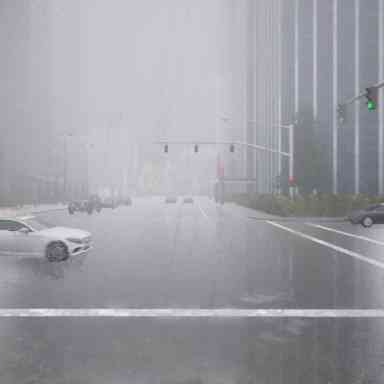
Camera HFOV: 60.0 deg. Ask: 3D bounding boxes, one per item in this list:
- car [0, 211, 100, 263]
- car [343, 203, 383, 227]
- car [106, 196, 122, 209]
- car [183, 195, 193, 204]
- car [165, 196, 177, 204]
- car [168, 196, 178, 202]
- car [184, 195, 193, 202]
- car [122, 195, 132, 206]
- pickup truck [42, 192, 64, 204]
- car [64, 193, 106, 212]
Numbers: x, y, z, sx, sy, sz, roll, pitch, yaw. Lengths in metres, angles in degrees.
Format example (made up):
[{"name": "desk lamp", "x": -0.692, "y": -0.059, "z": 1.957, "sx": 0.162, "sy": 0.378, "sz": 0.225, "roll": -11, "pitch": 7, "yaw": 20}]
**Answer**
[{"name": "car", "x": -5.796, "y": 1.526, "z": 11.308, "sx": 4.674, "sy": 1.442, "sz": 1.812, "roll": 0, "pitch": 0, "yaw": 0}, {"name": "car", "x": 12.633, "y": 1.505, "z": 22.033, "sx": 4.892, "sy": 1.490, "sz": 1.837, "roll": 0, "pitch": 0, "yaw": 0}, {"name": "car", "x": -11.170, "y": 1.564, "z": 44.372, "sx": 1.994, "sy": 1.385, "sz": 4.181, "roll": 0, "pitch": 0, "yaw": -1}, {"name": "car", "x": -0.745, "y": 1.526, "z": 65.296, "sx": 1.812, "sy": 1.442, "sz": 4.674, "roll": 0, "pitch": 0, "yaw": 0}, {"name": "car", "x": -4.142, "y": 1.601, "z": 64.957, "sx": 1.895, "sy": 1.301, "sz": 4.718, "roll": 0, "pitch": 0, "yaw": 0}, {"name": "car", "x": -4.326, "y": 1.540, "z": 75.217, "sx": 2.033, "sy": 1.411, "sz": 5.357, "roll": 0, "pitch": 0, "yaw": 0}, {"name": "car", "x": -0.830, "y": 1.387, "z": 75.547, "sx": 1.882, "sy": 1.535, "sz": 5.008, "roll": 0, "pitch": 0, "yaw": 0}, {"name": "car", "x": -11.244, "y": 1.352, "z": 54.579, "sx": 2.097, "sy": 1.767, "sz": 4.553, "roll": 0, "pitch": 0, "yaw": -1}, {"name": "pickup truck", "x": -24.323, "y": 1.059, "z": 59.995, "sx": 2.390, "sy": 2.098, "sz": 6.274, "roll": 0, "pitch": 0, "yaw": 30}, {"name": "car", "x": -11.086, "y": 1.221, "z": 34.843, "sx": 2.150, "sy": 2.045, "sz": 5.566, "roll": 0, "pitch": 0, "yaw": -1}]
